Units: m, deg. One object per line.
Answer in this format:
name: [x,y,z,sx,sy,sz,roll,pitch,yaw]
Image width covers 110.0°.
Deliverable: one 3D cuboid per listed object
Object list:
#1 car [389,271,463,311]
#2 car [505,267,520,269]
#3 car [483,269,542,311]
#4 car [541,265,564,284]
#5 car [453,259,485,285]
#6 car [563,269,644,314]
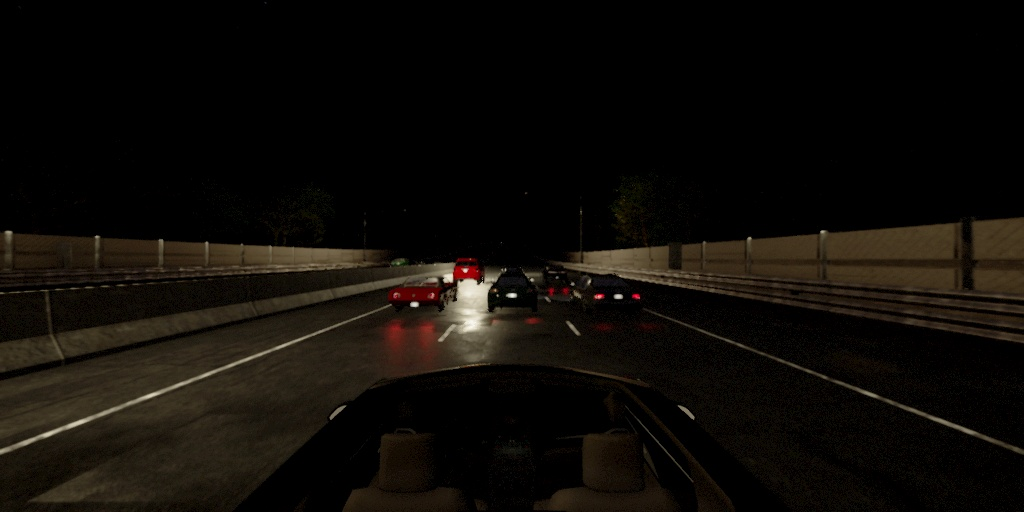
car: [-3.469,1.475,15.067,1.895,1.301,4.718,0,-1,1]
car: [0.046,1.575,30.379,1.994,1.385,4.181,0,0,1]
car: [0.034,1.440,15.246,1.994,1.385,4.181,0,0,1]
car: [3.546,1.503,30.357,2.128,1.511,4.902,0,0,1]
car: [-3.466,1.227,29.427,2.150,2.045,5.566,0,0,0]
car: [3.521,1.415,14.330,2.033,1.411,5.357,0,-1,0]
